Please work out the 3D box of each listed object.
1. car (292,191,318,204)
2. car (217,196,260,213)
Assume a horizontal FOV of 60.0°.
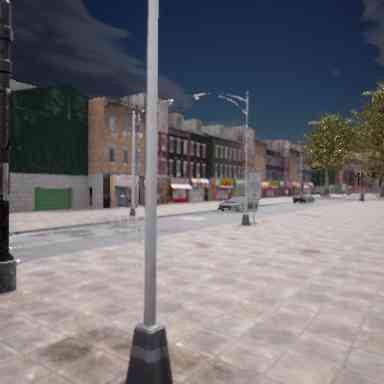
[{"bbox_3d":[15.398,0.956,45.753,1.895,1.301,4.718,1,1,35],"label":"car"},{"bbox_3d":[4.401,1.079,30.498,2.033,1.411,5.357,1,1,36],"label":"car"}]
